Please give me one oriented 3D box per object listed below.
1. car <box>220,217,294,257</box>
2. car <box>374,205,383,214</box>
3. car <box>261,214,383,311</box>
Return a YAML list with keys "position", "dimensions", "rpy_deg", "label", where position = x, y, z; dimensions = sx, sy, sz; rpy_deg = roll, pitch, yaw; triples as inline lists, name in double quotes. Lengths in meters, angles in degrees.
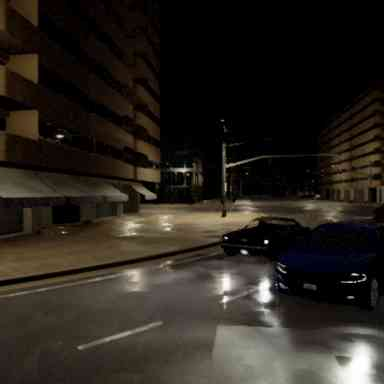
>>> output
- position: [2.961, 1.652, 12.623]
  dimensions: [1.895, 1.301, 4.718]
  rpy_deg: [0, 0, 35]
  label: "car"
- position: [15.772, 1.539, 25.807]
  dimensions: [1.882, 1.535, 5.008]
  rpy_deg: [0, 0, 12]
  label: "car"
- position: [3.782, 1.504, 8.170]
  dimensions: [1.882, 1.535, 5.008]
  rpy_deg: [0, 0, 39]
  label: "car"
